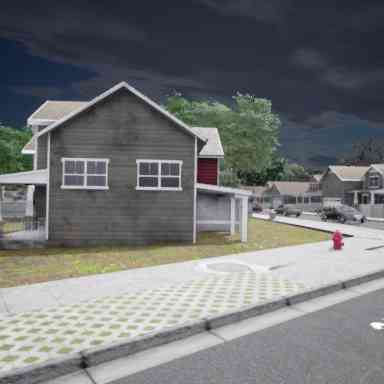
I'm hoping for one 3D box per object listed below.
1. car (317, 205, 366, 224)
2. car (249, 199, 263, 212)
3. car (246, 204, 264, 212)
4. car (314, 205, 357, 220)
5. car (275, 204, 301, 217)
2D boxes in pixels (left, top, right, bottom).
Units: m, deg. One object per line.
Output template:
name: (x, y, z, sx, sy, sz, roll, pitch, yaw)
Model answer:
car: (12.906, 1.918, 28.578, 2.128, 1.511, 4.902, 1, -2, -4)
car: (10.025, 2.128, 56.205, 2.150, 2.045, 5.566, 1, -2, -8)
car: (11.857, 2.926, 62.806, 1.812, 1.442, 4.674, 1, -2, -9)
car: (15.261, 2.157, 35.782, 2.128, 1.511, 4.902, 1, -2, -5)
car: (11.776, 2.275, 41.051, 1.837, 1.490, 4.892, 1, -2, -6)
